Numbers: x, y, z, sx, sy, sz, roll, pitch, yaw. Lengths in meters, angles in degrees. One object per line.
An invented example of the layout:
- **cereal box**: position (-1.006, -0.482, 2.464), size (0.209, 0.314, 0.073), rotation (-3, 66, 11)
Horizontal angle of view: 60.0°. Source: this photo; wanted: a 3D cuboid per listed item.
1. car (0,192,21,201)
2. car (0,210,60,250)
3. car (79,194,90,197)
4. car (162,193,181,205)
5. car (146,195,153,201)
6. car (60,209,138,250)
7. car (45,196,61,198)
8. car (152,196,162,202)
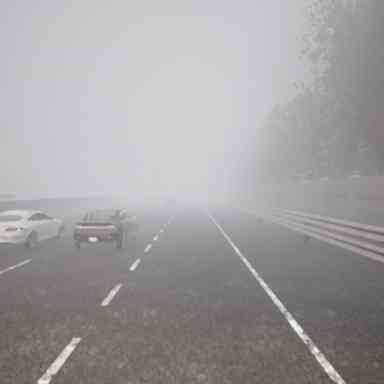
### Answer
- **car**: position (-21.004, 1.055, 36.489), size (2.150, 2.045, 5.566), rotation (0, 0, 0)
- **car**: position (-6.997, 1.473, 14.017), size (1.812, 1.442, 4.674), rotation (0, 0, 0)
- **car**: position (-24.516, 1.136, 75.647), size (1.812, 1.442, 4.674), rotation (0, 0, 0)
- **car**: position (-3.512, 1.481, 57.285), size (2.128, 1.511, 4.902), rotation (0, 0, 0)
- **car**: position (-10.521, 1.466, 83.473), size (1.812, 1.442, 4.674), rotation (0, 0, 0)
- **car**: position (-3.497, 1.468, 14.181), size (2.128, 1.511, 4.902), rotation (0, 0, 0)
- **car**: position (-31.516, 1.095, 75.644), size (2.033, 1.411, 5.357), rotation (0, 0, 0)
- **car**: position (-7.018, 1.562, 73.593), size (1.895, 1.301, 4.718), rotation (0, 0, 0)
